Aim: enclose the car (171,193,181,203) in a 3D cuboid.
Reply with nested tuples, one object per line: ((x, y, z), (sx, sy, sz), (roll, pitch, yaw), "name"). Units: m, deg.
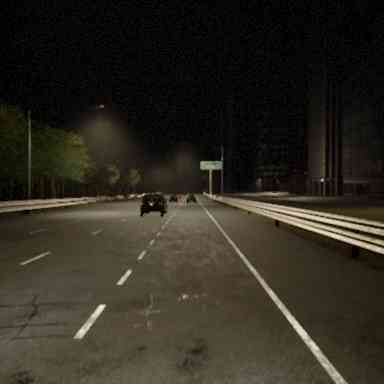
((-3.720, 1.395, 67.747), (1.812, 1.442, 4.674), (0, 0, 0), "car")

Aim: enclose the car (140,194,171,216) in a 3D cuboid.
((-3.548, 1.173, 31.724), (2.150, 2.045, 5.566), (0, 0, 0), "car")

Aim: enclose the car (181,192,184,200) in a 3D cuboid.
((-3.772, 1.161, 85.609), (2.097, 1.767, 4.553), (0, 0, 0), "car")

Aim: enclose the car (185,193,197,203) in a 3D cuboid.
((-0.104, 1.379, 64.714), (1.837, 1.490, 4.892), (0, -1, 0), "car")
